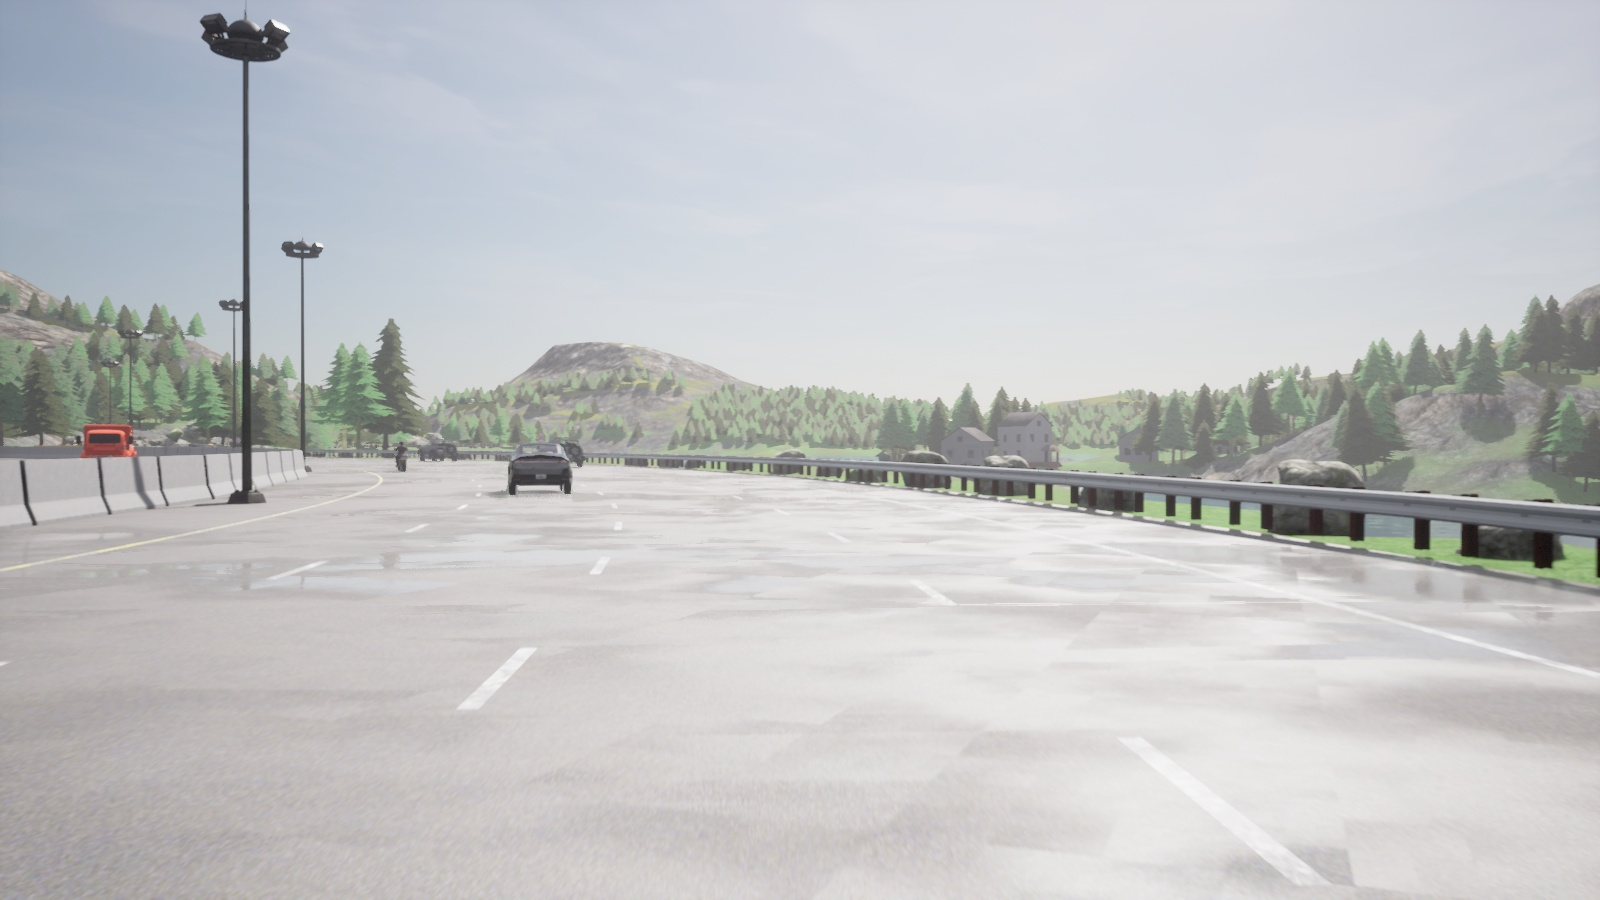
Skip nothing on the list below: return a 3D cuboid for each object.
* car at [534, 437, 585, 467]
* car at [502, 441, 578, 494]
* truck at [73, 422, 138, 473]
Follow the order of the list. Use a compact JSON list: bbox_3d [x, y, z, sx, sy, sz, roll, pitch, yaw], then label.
[{"bbox_3d":[-15.016,0.112,78.192,1.932,1.855,4.605,0,0,-27],"label":"car"},{"bbox_3d":[-7.993,0.481,38.372,2.128,1.511,4.902,0,0,-13],"label":"car"},{"bbox_3d":[-35.642,-0.130,64.589,2.627,2.467,5.204,0,0,-25],"label":"truck"}]
